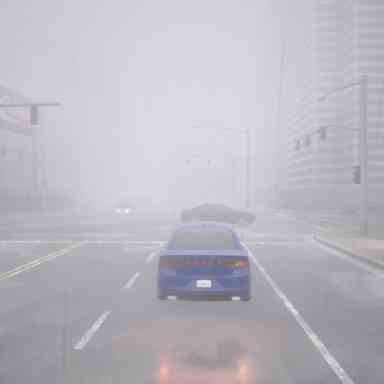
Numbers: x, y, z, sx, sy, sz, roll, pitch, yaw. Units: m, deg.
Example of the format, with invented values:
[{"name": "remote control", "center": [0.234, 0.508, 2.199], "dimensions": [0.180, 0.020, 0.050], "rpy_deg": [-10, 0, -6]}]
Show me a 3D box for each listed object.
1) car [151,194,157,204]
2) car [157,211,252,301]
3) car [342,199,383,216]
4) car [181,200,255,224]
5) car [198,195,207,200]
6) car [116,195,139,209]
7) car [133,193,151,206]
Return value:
[{"name": "car", "center": [-8.431, 1.547, 66.158], "dimensions": [2.033, 1.411, 5.357], "rpy_deg": [0, 0, 3]}, {"name": "car", "center": [0.306, 1.478, 8.383], "dimensions": [1.882, 1.535, 5.008], "rpy_deg": [0, 0, 2]}, {"name": "car", "center": [17.221, 1.505, 32.294], "dimensions": [4.892, 1.490, 1.837], "rpy_deg": [0, 0, 2]}, {"name": "car", "center": [1.668, 1.477, 22.010], "dimensions": [5.008, 1.535, 1.882], "rpy_deg": [0, 0, 2]}, {"name": "car", "center": [2.749, 1.524, 86.160], "dimensions": [1.812, 1.442, 4.674], "rpy_deg": [0, 0, 2]}, {"name": "car", "center": [-9.150, 1.564, 46.134], "dimensions": [1.994, 1.385, 4.181], "rpy_deg": [0, 0, 2]}, {"name": "car", "center": [-8.840, 1.221, 55.477], "dimensions": [2.150, 2.045, 5.566], "rpy_deg": [0, 0, 2]}]
